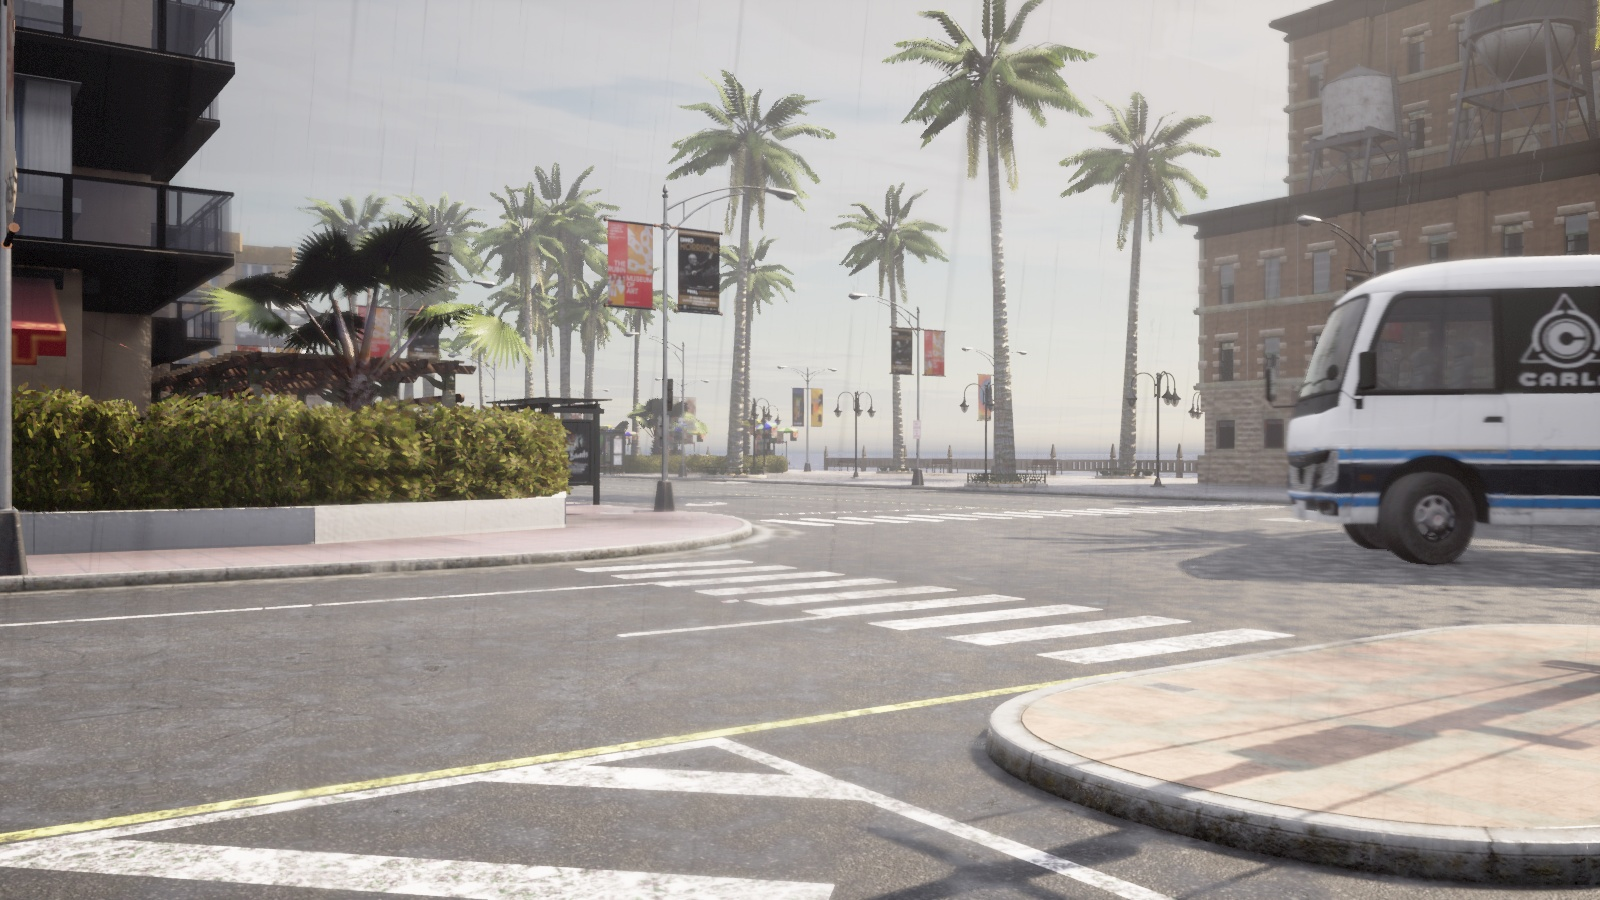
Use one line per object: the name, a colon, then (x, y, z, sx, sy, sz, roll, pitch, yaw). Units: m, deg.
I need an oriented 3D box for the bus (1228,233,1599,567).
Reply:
bus: (11.660, -0.613, 17.665, 10.273, 4.253, 3.944, 0, -1, 12)
